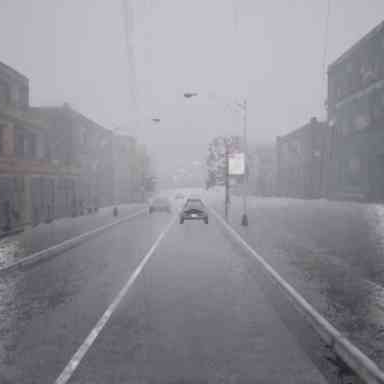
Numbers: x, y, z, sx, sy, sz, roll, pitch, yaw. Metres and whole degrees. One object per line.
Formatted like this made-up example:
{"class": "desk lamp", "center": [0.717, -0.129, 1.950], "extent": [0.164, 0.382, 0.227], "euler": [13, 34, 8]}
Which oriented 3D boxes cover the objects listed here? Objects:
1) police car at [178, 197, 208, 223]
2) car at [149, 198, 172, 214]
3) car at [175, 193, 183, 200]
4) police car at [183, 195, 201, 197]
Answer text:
{"class": "police car", "center": [0.151, 1.377, 24.528], "extent": [2.038, 1.542, 4.974], "euler": [0, 0, 0]}
{"class": "car", "center": [-3.012, 1.320, 32.198], "extent": [1.837, 1.490, 4.892], "euler": [0, 0, 0]}
{"class": "car", "center": [-2.671, 0.924, 72.601], "extent": [1.837, 1.490, 4.892], "euler": [0, 0, 0]}
{"class": "police car", "center": [0.250, 1.159, 42.969], "extent": [1.930, 1.638, 5.238], "euler": [0, 0, 0]}
